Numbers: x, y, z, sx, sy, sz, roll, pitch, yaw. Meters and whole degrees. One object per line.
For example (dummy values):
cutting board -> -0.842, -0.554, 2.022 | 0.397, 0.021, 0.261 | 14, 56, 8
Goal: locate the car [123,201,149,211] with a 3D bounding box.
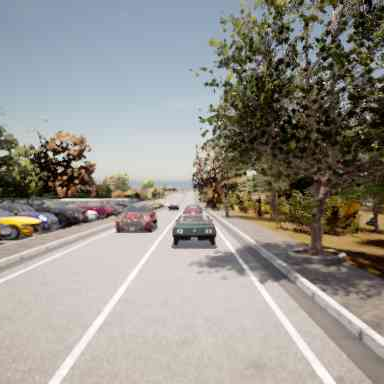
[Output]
car -> -10.280, 2.519, 61.398 | 4.553, 1.767, 2.185 | 0, -2, 0

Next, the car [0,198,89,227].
car -> -10.302, 1.426, 22.565 | 5.566, 2.045, 2.435 | 0, -1, 0

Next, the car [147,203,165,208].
car -> -10.289, 3.853, 94.687 | 4.892, 1.521, 2.231 | 0, -2, 0

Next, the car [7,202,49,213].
car -> -23.403, 2.176, 47.703 | 5.008, 1.535, 2.097 | 0, -1, 0

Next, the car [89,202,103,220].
car -> -10.330, 1.828, 28.110 | 4.674, 1.452, 2.002 | 0, -1, 0

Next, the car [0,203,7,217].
car -> -23.397, 1.957, 36.625 | 4.892, 1.521, 2.231 | 0, -1, 0

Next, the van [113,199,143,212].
van -> -10.199, 2.119, 53.079 | 4.442, 1.987, 1.878 | 0, -2, 0

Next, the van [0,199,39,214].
van -> -23.282, 1.895, 44.938 | 4.442, 1.987, 1.878 | 0, -1, 0

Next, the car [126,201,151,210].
car -> -10.279, 2.619, 64.173 | 4.553, 1.767, 2.185 | 0, -2, 0

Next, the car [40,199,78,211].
car -> -23.364, 2.292, 58.642 | 5.566, 2.045, 2.435 | 0, -2, 0

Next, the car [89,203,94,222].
car -> -10.358, 1.762, 25.335 | 4.792, 1.488, 2.163 | 0, -1, 0

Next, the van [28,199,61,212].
van -> -23.511, 2.122, 53.229 | 4.442, 1.987, 1.878 | 0, -2, 0

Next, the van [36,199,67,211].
van -> -23.510, 2.218, 55.873 | 4.442, 1.987, 1.878 | 0, -2, 0

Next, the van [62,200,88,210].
van -> -23.505, 2.616, 66.946 | 4.442, 1.987, 1.878 | 0, -2, 0

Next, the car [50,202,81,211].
car -> -23.385, 2.647, 61.526 | 5.008, 1.535, 2.097 | 0, -2, 0

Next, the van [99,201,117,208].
van -> -23.268, 3.521, 92.003 | 4.442, 1.987, 1.878 | 0, -2, 0

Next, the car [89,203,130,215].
car -> -10.323, 2.104, 41.989 | 4.674, 1.452, 2.002 | 0, -1, 0

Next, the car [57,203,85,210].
car -> -23.387, 2.787, 64.294 | 4.674, 1.452, 2.002 | 0, -2, 0

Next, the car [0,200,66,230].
car -> -10.363, 1.499, 19.791 | 4.553, 1.767, 2.185 | 0, -1, 0

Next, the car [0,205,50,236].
car -> -10.339, 1.577, 17.012 | 5.008, 1.535, 2.097 | 0, -1, 0

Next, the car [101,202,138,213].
car -> -10.347, 2.205, 47.546 | 4.792, 1.488, 2.163 | 0, -2, 0

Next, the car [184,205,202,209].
car -> 0.098, 1.975, 33.494 | 1.994, 1.385, 4.181 | 0, -1, 0

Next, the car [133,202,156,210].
car -> -10.312, 3.045, 72.491 | 4.892, 1.521, 2.231 | 0, -2, 0

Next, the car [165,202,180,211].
car -> -3.297, 2.748, 61.071 | 1.895, 1.301, 4.718 | 0, -2, 1

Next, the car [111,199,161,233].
car -> -3.349, 1.523, 20.835 | 2.097, 1.767, 4.553 | 0, -1, 0

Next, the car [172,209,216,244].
car -> 0.099, 1.702, 16.160 | 1.895, 1.301, 4.718 | 0, -1, 0

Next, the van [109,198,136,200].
van -> -10.203, 1.894, 44.770 | 4.442, 1.987, 1.878 | 0, -1, 0

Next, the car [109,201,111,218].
car -> -10.330, 1.898, 33.663 | 5.008, 1.535, 2.097 | 0, -1, 0

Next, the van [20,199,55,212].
van -> -23.280, 2.018, 50.328 | 4.442, 1.987, 1.878 | 0, -2, 0

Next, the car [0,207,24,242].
car -> -10.340, 1.538, 14.241 | 4.892, 1.521, 2.231 | 0, -1, 0

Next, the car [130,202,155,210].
car -> -10.301, 2.945, 69.717 | 4.892, 1.521, 2.231 | 0, -2, 0

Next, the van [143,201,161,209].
van -> -10.416, 3.318, 86.371 | 4.442, 1.987, 1.878 | 0, -2, 0

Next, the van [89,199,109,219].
van -> -10.443, 1.617, 30.891 | 4.442, 1.987, 1.878 | 0, -1, 0
